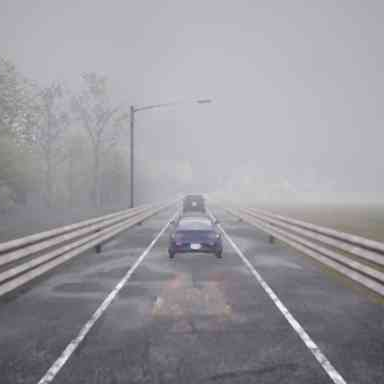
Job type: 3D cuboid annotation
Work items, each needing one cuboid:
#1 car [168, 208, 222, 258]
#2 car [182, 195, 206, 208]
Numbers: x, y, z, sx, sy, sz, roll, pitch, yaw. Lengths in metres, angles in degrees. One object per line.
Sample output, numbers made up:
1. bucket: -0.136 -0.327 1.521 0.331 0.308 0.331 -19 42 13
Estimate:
1. car: 0.110 1.544 12.778 1.812 1.442 4.674 0 0 0
2. car: 0.219 1.265 33.113 2.150 2.045 5.566 0 0 0
